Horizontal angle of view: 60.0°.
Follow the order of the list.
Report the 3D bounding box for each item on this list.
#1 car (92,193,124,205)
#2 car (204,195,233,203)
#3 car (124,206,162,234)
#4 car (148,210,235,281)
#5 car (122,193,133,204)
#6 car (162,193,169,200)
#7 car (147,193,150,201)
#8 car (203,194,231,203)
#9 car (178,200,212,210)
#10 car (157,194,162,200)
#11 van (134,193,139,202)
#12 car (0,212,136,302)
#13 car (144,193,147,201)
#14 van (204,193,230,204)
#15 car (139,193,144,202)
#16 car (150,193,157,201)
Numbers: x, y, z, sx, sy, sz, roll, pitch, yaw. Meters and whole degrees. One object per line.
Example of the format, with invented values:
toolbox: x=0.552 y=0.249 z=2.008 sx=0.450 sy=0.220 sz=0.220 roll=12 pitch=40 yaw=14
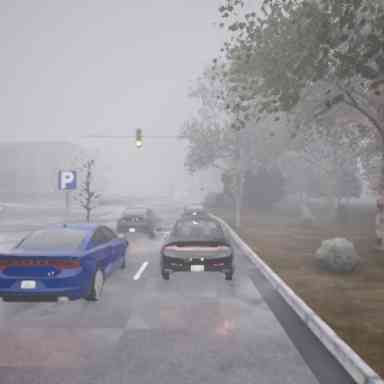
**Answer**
car: x=-14.473 y=1.406 z=56.340 sx=4.792 sy=1.488 sz=2.163 roll=-1 pitch=0 yaw=-15
car: x=5.170 y=1.321 z=64.907 sx=5.366 sy=1.575 sz=1.946 roll=1 pitch=0 yaw=-13
car: x=-2.762 y=1.551 z=18.006 sx=1.837 sy=1.490 sz=4.892 roll=0 pitch=0 yaw=1
car: x=0.143 y=1.517 z=9.953 sx=2.128 sy=1.511 sz=4.902 roll=0 pitch=0 yaw=0
car: x=-13.830 y=1.366 z=59.332 sx=5.366 sy=1.575 sz=1.946 roll=-1 pitch=0 yaw=-15
car: x=-9.662 y=1.397 z=92.222 sx=5.008 sy=1.535 sz=2.097 roll=-1 pitch=0 yaw=-11
car: x=-12.305 y=1.424 z=74.293 sx=4.674 sy=1.452 sz=2.002 roll=-1 pitch=0 yaw=-13
car: x=4.635 y=1.196 z=61.913 sx=4.553 sy=1.767 sz=2.185 roll=1 pitch=0 yaw=-14
car: x=0.146 y=1.563 z=22.771 sx=1.837 sy=1.490 sz=4.892 roll=0 pitch=0 yaw=-1
car: x=-11.044 y=1.139 z=83.282 sx=5.566 sy=2.045 sz=2.435 roll=-1 pitch=0 yaw=-12
van: x=-13.274 y=1.149 z=65.325 sx=4.442 sy=1.987 sz=1.878 roll=-1 pitch=0 yaw=-14
car: x=-2.870 y=1.499 z=8.342 sx=1.882 sy=1.535 sz=5.008 roll=0 pitch=0 yaw=0
car: x=-12.676 y=1.422 z=71.291 sx=4.674 sy=1.452 sz=2.002 roll=-1 pitch=0 yaw=-13
van: x=4.253 y=1.094 z=58.943 sx=4.442 sy=1.987 sz=1.878 roll=1 pitch=0 yaw=-14
car: x=-13.047 y=1.381 z=68.296 sx=4.892 sy=1.521 sz=2.231 roll=-1 pitch=0 yaw=-14
car: x=-11.493 y=1.429 z=80.275 sx=4.674 sy=1.452 sz=2.002 roll=-1 pitch=0 yaw=-12
